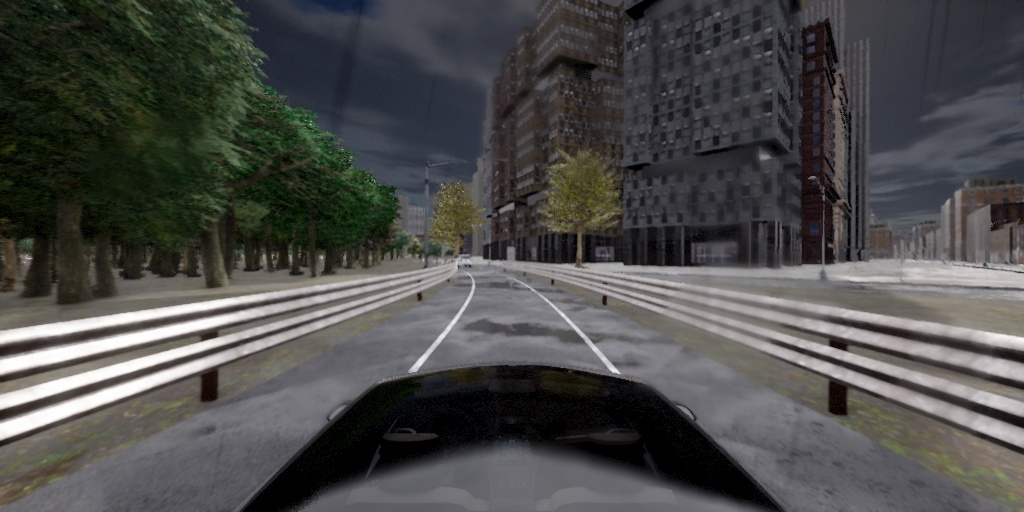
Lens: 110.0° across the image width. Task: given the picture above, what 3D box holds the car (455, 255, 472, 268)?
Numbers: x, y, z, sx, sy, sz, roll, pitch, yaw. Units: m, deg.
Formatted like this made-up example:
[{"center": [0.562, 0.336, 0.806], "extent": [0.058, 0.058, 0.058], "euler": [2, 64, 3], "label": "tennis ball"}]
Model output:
[{"center": [-8.117, 0.843, 59.028], "extent": [2.150, 2.045, 5.566], "euler": [0, 0, -19], "label": "car"}]
